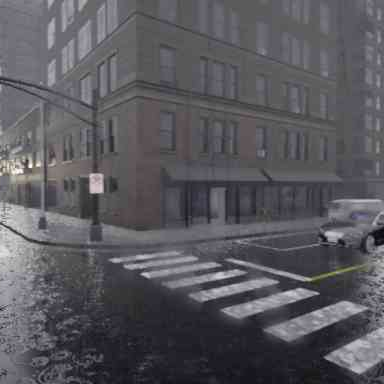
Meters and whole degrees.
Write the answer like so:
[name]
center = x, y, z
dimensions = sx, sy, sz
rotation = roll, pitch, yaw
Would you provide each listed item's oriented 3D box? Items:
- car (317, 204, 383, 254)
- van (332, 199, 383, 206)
[car]
center = 7.040, 1.473, 13.525
dimensions = 4.902, 1.511, 2.128
rotation = 0, 1, -37
[van]
center = 9.090, 1.297, 18.307
dimensions = 3.998, 1.788, 1.690
rotation = 0, 0, -37
